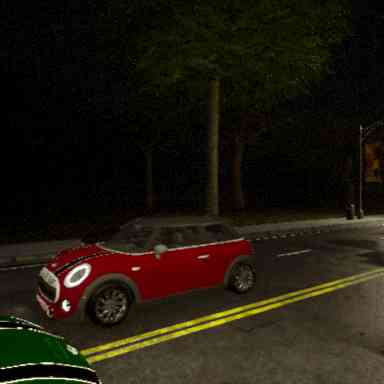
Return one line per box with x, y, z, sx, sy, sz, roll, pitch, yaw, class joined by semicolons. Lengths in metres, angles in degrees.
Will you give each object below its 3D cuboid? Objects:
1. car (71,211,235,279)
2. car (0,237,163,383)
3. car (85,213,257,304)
-1.145;1.490;10.850;4.902;1.511;2.128;0;0;-35;car
-2.652;1.351;1.552;4.553;1.767;2.097;0;0;-35;car
-0.782;1.351;7.121;4.553;1.767;2.097;0;0;-35;car
